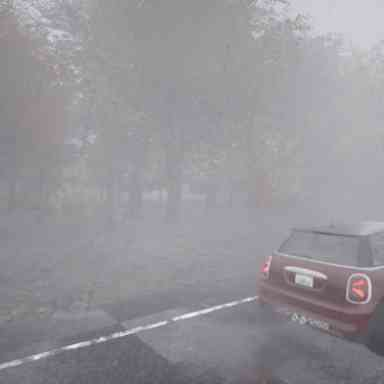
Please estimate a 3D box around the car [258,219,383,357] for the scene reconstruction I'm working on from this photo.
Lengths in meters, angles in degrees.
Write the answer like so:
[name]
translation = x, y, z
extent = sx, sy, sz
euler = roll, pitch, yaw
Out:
[car]
translation = 3.389, 1.308, 6.162
extent = 4.553, 1.767, 2.097
euler = -1, 0, -35
